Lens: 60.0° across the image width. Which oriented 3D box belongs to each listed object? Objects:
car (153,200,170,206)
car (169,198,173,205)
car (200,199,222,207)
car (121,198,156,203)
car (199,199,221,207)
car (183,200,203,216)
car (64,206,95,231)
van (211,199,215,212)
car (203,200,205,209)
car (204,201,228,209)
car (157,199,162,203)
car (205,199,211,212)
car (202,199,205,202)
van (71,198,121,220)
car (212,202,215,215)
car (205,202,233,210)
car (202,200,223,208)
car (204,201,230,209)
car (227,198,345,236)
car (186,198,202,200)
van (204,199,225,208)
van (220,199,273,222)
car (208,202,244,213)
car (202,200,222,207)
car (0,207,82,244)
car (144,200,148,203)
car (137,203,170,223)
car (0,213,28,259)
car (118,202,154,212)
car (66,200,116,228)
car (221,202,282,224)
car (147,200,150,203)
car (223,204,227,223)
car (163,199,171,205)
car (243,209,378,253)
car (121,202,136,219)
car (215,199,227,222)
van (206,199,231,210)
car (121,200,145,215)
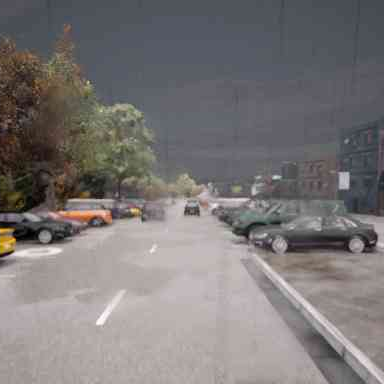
[{"bbox_3d":[-8.433,2.984,91.316,4.553,1.767,2.185,0,-1,0],"label":"car"},{"bbox_3d":[-8.210,2.989,85.765,5.366,1.575,1.946,0,-1,0],"label":"car"},{"bbox_3d":[4.716,2.688,83.383,5.566,2.045,2.435,0,-1,0],"label":"car"},{"bbox_3d":[-8.314,1.921,46.761,5.566,2.045,2.435,0,-1,0],"label":"car"},{"bbox_3d":[4.713,2.747,86.186,5.566,2.045,2.435,0,-1,0],"label":"car"},{"bbox_3d":[0.003,2.032,39.274,1.882,1.535,5.008,0,-1,0],"label":"car"},{"bbox_3d":[-8.323,1.723,18.915,4.674,1.452,2.002,0,-1,0],"label":"car"},{"bbox_3d":[4.635,1.743,35.739,4.442,1.987,1.878,0,-1,0],"label":"van"},{"bbox_3d":[4.735,2.284,52.552,5.008,1.535,2.097,0,-1,0],"label":"car"},{"bbox_3d":[4.740,2.611,66.561,4.792,1.488,2.163,0,-1,0],"label":"car"},{"bbox_3d":[-8.325,2.088,55.115,5.566,2.045,2.435,0,-1,0],"label":"car"},{"bbox_3d":[4.716,1.819,41.346,5.566,2.045,2.435,0,-1,0],"label":"car"},{"bbox_3d":[4.540,2.339,55.351,5.366,1.575,1.946,0,-1,0],"label":"car"},{"bbox_3d":[-8.437,1.592,27.267,4.442,1.987,1.878,0,-1,0],"label":"van"},{"bbox_3d":[4.760,1.920,32.932,4.892,1.521,2.231,0,-1,0],"label":"car"},{"bbox_3d":[4.693,2.432,58.153,4.792,1.488,2.163,0,-1,0],"label":"car"},{"bbox_3d":[4.668,2.634,74.972,4.553,1.767,2.185,0,-1,0],"label":"car"},{"bbox_3d":[4.743,2.551,63.759,4.792,1.488,2.163,0,-1,0],"label":"car"},{"bbox_3d":[4.729,1.392,16.120,5.566,2.045,2.435,0,-1,0],"label":"car"},{"bbox_3d":[-0.010,1.978,50.008,2.150,2.045,5.566,0,-1,0],"label":"car"},{"bbox_3d":[4.820,2.474,72.172,4.442,1.987,1.878,0,-1,0],"label":"van"},{"bbox_3d":[4.873,1.642,30.133,4.442,1.987,1.878,0,-1,0],"label":"van"},{"bbox_3d":[4.766,2.203,46.944,4.792,1.488,2.163,0,-1,0],"label":"car"},{"bbox_3d":[4.727,2.694,77.775,4.553,1.767,2.185,0,-1,0],"label":"car"},{"bbox_3d":[-8.327,1.644,16.129,5.008,1.535,2.097,0,-1,0],"label":"car"},{"bbox_3d":[-8.306,2.099,41.189,4.792,1.488,2.163,0,-1,0],"label":"car"},{"bbox_3d":[-3.328,1.943,29.548,1.994,1.385,4.181,0,-1,0],"label":"car"},{"bbox_3d":[-8.320,1.576,10.561,5.008,1.535,2.097,0,-1,0],"label":"car"},{"bbox_3d":[-8.341,2.227,49.543,5.008,1.535,2.097,0,-1,0],"label":"car"},{"bbox_3d":[-8.289,1.645,24.485,4.553,1.767,2.185,0,-1,0],"label":"car"},{"bbox_3d":[4.790,1.692,27.327,4.553,1.767,2.185,0,-1,0],"label":"car"},{"bbox_3d":[-8.367,2.150,43.973,4.792,1.488,2.163,0,-1,0],"label":"car"},{"bbox_3d":[4.753,1.724,21.720,4.892,1.521,2.231,0,-1,0],"label":"car"},{"bbox_3d":[-8.397,2.934,82.988,4.892,1.521,2.231,0,-1,0],"label":"car"},{"bbox_3d":[4.762,1.609,13.316,4.892,1.521,2.231,0,-1,0],"label":"car"},{"bbox_3d":[-8.323,1.959,32.833,4.674,1.452,2.002,0,-1,0],"label":"car"},{"bbox_3d":[4.731,1.519,24.529,5.566,2.045,2.435,0,-1,0],"label":"car"},{"bbox_3d":[4.835,2.236,60.961,4.442,1.987,1.878,0,-1,0],"label":"van"},{"bbox_3d":[-8.142,1.966,35.619,5.366,1.575,1.946,0,-1,0],"label":"car"}]
